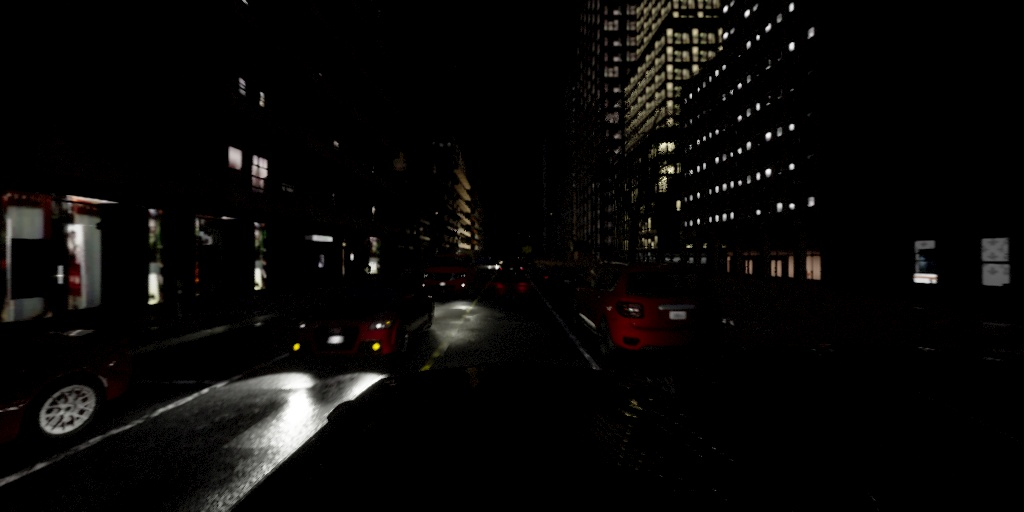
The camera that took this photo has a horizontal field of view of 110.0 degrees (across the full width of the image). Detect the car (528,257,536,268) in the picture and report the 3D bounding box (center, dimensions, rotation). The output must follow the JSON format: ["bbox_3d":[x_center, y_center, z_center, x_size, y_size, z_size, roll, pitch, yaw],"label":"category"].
[{"bbox_3d":[2.464,1.098,52.382,1.948,1.339,4.313,0,0,0],"label":"car"}]

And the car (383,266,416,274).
[{"bbox_3d":[-5.762,1.226,19.207,1.888,1.381,4.507,0,0,0],"label":"car"}]

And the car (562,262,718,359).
[{"bbox_3d":[2.670,1.030,8.201,2.192,1.841,5.009,0,0,0],"label":"car"}]

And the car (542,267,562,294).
[{"bbox_3d":[2.618,1.232,19.245,1.948,1.339,4.313,0,0,0],"label":"car"}]

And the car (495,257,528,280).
[{"bbox_3d":[-0.022,0.981,29.267,2.097,1.767,4.553,0,0,1],"label":"car"}]

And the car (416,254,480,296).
[{"bbox_3d":[-3.165,0.899,19.052,2.150,2.045,5.566,0,0,0],"label":"car"}]

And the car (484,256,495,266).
[{"bbox_3d":[-3.314,1.063,64.113,1.994,1.385,4.181,0,0,0],"label":"car"}]

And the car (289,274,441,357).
[{"bbox_3d":[-3.123,1.289,8.345,1.994,1.385,4.181,0,0,0],"label":"car"}]

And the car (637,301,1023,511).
[{"bbox_3d":[2.695,1.307,2.678,1.948,1.339,4.313,0,0,0],"label":"car"}]

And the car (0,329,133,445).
[{"bbox_3d":[-5.685,1.301,2.640,1.888,1.381,4.507,0,0,0],"label":"car"}]
